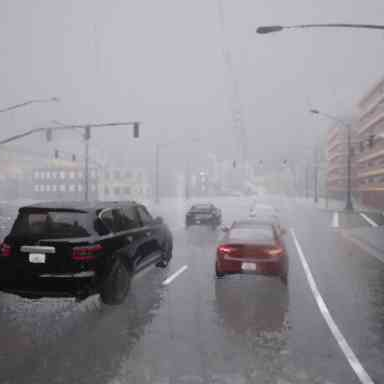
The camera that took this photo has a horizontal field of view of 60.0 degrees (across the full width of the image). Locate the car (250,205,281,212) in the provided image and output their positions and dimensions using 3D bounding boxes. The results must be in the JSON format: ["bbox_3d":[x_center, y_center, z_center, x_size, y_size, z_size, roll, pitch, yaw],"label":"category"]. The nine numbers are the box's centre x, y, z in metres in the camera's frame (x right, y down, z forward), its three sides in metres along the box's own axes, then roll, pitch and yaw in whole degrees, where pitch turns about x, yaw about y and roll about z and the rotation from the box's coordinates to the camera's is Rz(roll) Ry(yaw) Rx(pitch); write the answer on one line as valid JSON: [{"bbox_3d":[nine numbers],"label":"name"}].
[{"bbox_3d":[4.679,1.551,21.376,1.812,1.442,4.674,0,0,15],"label":"car"}]

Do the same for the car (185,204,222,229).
[{"bbox_3d":[0.802,1.506,21.168,2.128,1.511,4.902,0,0,11],"label":"car"}]

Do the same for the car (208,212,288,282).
[{"bbox_3d":[1.816,1.539,9.849,1.812,1.442,4.674,0,0,13],"label":"car"}]

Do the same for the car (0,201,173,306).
[{"bbox_3d":[-2.119,1.223,8.333,2.150,2.045,5.566,0,0,12],"label":"car"}]

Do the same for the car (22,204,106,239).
[{"bbox_3d":[-6.963,1.517,18.837,1.882,1.535,5.008,0,0,14],"label":"car"}]
